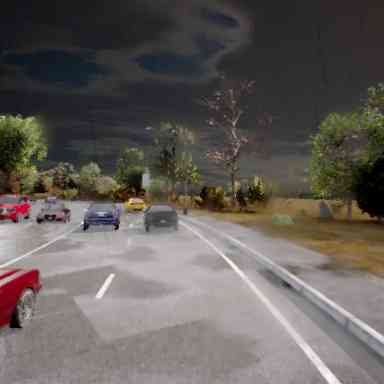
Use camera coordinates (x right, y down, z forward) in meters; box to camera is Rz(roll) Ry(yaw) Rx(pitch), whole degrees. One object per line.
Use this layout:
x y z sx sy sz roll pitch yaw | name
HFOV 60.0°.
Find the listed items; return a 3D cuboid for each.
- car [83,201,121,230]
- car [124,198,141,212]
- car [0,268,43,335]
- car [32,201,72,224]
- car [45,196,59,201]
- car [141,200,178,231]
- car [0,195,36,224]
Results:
-5.764 1.370 21.739 2.097 1.767 4.553 0 0 -11 | car
-6.717 1.502 38.735 1.882 1.535 5.008 0 0 -19 | car
-3.599 1.613 3.978 1.895 1.301 4.718 0 0 -2 | car
-10.198 1.590 24.834 1.994 1.385 4.181 0 0 -13 | car
-26.641 1.572 63.186 1.812 1.442 4.674 0 0 -34 | car
-2.043 1.487 20.952 1.882 1.535 5.008 0 0 -10 | car
-13.829 1.254 25.219 2.150 2.045 5.566 0 0 -14 | car
